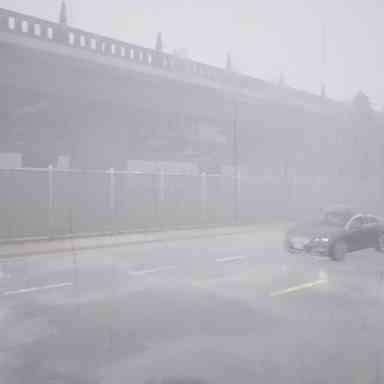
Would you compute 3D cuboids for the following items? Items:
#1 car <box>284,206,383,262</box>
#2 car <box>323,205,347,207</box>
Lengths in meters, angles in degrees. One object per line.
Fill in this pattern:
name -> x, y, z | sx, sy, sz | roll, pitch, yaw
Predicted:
car -> 5.420, 1.481, 12.157 | 4.902, 1.511, 2.128 | 0, 0, -35
car -> 7.760, 1.489, 18.124 | 4.892, 1.490, 1.837 | 0, 0, -36
